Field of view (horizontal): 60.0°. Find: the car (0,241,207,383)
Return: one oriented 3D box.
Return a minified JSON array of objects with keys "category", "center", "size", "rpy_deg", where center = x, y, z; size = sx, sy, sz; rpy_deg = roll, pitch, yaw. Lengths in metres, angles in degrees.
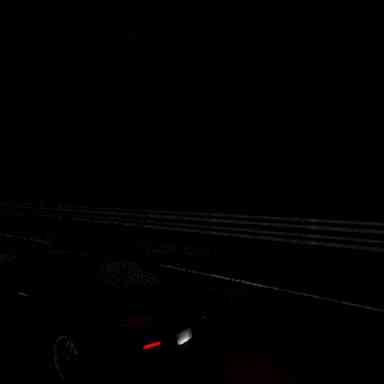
[{"category":"car","center":[-1.957,1.528,5.267],"size":[4.674,1.442,1.812],"rpy_deg":[0,0,36]}]
